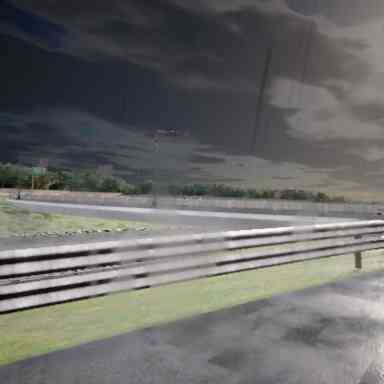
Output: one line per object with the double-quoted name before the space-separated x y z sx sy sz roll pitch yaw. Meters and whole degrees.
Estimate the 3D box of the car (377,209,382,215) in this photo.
"car" 22.650 2.148 35.730 4.892 1.490 1.837 2 0 16

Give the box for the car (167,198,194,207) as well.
"car" -1.890 1.780 54.176 4.674 1.442 1.812 1 -1 32
